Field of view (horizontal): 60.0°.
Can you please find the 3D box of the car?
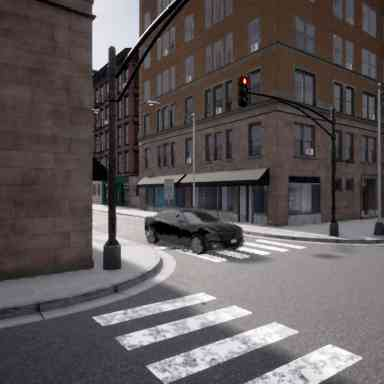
[{"bbox_3d":[-0.099,1.417,13.471,1.882,1.535,5.008,0,0,-38],"label":"car"}]
